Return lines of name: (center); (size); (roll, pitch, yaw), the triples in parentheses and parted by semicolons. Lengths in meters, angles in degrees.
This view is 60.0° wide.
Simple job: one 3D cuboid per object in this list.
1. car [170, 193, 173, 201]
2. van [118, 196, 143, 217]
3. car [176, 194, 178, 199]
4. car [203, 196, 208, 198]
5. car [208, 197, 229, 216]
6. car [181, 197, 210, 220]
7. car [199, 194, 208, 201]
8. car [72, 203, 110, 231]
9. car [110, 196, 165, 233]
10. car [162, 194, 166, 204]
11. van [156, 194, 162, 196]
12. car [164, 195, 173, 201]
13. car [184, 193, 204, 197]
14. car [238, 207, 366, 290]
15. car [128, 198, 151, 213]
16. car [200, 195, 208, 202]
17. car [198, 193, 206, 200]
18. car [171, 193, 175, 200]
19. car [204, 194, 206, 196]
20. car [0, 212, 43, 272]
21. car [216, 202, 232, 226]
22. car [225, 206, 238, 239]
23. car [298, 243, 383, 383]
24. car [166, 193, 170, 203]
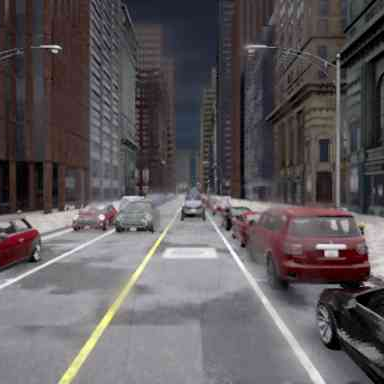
car: (-5.744, 1.472, 70.974); (1.947, 1.339, 4.313); (0, 0, 0)
van: (-5.756, 1.293, 31.518); (1.690, 1.788, 3.998); (0, 0, 0)
car: (-5.738, 1.417, 93.351); (1.752, 1.417, 4.829); (0, 0, 0)
car: (2.772, 1.503, 42.795); (1.947, 1.339, 4.313); (0, 0, 0)
car: (2.769, 1.392, 31.522); (1.967, 1.590, 4.097); (0, 0, 0)
car: (0.108, 1.461, 27.556); (2.163, 1.488, 4.792); (0, 0, 0)
car: (2.783, 1.337, 82.250); (1.967, 1.590, 4.097); (0, 0, 0)
car: (-5.760, 1.409, 20.245); (1.967, 1.590, 4.097); (0, 0, 0)
car: (-3.013, 1.321, 19.369); (2.097, 1.767, 4.553); (0, 0, 0)
car: (-5.750, 1.365, 54.064); (1.967, 1.590, 4.097); (0, 0, 0)
van: (-5.752, 1.272, 48.427); (1.690, 1.788, 3.998); (0, 0, 0)
car: (-5.741, 1.479, 82.248); (1.802, 1.307, 4.206); (0, 0, 0)
car: (0.114, 1.153, 46.219); (2.150, 2.045, 5.566); (0, 0, 0)
car: (2.762, 1.301, 8.978); (2.192, 1.841, 5.009); (0, 0, 0)
car: (-5.754, 1.470, 36.985); (1.752, 1.417, 4.829); (0, 0, 0)
car: (2.782, 1.483, 76.614); (1.802, 1.307, 4.206); (0, 0, 0)
car: (2.786, 1.206, 93.521); (2.192, 1.841, 5.009); (0, 0, 0)
car: (-5.743, 1.452, 76.611); (2.008, 1.369, 4.403); (0, 0, 0)
car: (2.778, 1.500, 59.705); (1.802, 1.307, 4.206); (0, 0, 0)
car: (-5.763, 1.426, 8.971); (1.967, 1.590, 4.097); (0, 0, 0)
car: (2.766, 1.535, 20.251); (1.947, 1.339, 4.313); (0, 0, 0)
car: (2.764, 1.522, 14.614); (1.887, 1.381, 4.507); (0, 0, 0)
car: (2.761, 1.561, 3.342); (1.947, 1.339, 4.313); (0, 0, 0)
car: (-5.748, 1.233, 59.701); (2.192, 1.841, 5.009); (0, 0, 0)
